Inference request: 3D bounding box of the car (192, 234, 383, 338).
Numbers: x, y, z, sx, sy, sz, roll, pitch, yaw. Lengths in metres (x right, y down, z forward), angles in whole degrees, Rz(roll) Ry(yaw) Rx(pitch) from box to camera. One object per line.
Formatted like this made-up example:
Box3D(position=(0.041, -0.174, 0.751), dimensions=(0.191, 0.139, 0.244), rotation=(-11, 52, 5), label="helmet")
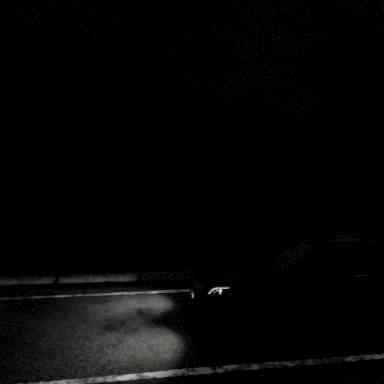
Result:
Box3D(position=(2.328, 1.548, 6.229), dimensions=(4.674, 1.442, 1.812), rotation=(0, 0, -8), label="car")
